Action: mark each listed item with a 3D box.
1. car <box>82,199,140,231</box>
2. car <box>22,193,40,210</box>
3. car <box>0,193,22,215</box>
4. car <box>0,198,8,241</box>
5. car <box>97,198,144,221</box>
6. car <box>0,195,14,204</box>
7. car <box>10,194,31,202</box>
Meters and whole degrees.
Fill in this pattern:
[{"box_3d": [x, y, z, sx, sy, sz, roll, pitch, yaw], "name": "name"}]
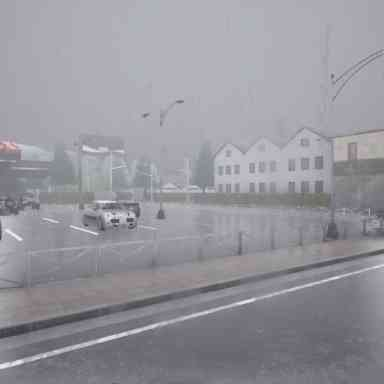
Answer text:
[{"box_3d": [-4.598, 1.248, 18.384, 1.970, 1.475, 3.806, 0, 0, -36], "name": "car"}, {"box_3d": [-19.063, 1.092, 38.687, 1.905, 1.878, 3.866, 0, 0, -36], "name": "car"}, {"box_3d": [-17.171, 1.113, 30.372, 1.932, 1.855, 4.605, 0, 0, -36], "name": "car"}, {"box_3d": [-9.636, 1.169, 14.395, 2.152, 1.636, 5.027, 0, 0, -36], "name": "car"}, {"box_3d": [-5.708, 1.313, 26.250, 2.007, 1.523, 4.514, 0, 0, -36], "name": "car"}, {"box_3d": [-38.355, 1.495, 66.689, 4.611, 1.667, 2.242, 0, 0, -36], "name": "car"}, {"box_3d": [-38.110, 1.328, 73.817, 3.866, 1.878, 1.905, 0, 0, -36], "name": "car"}]
